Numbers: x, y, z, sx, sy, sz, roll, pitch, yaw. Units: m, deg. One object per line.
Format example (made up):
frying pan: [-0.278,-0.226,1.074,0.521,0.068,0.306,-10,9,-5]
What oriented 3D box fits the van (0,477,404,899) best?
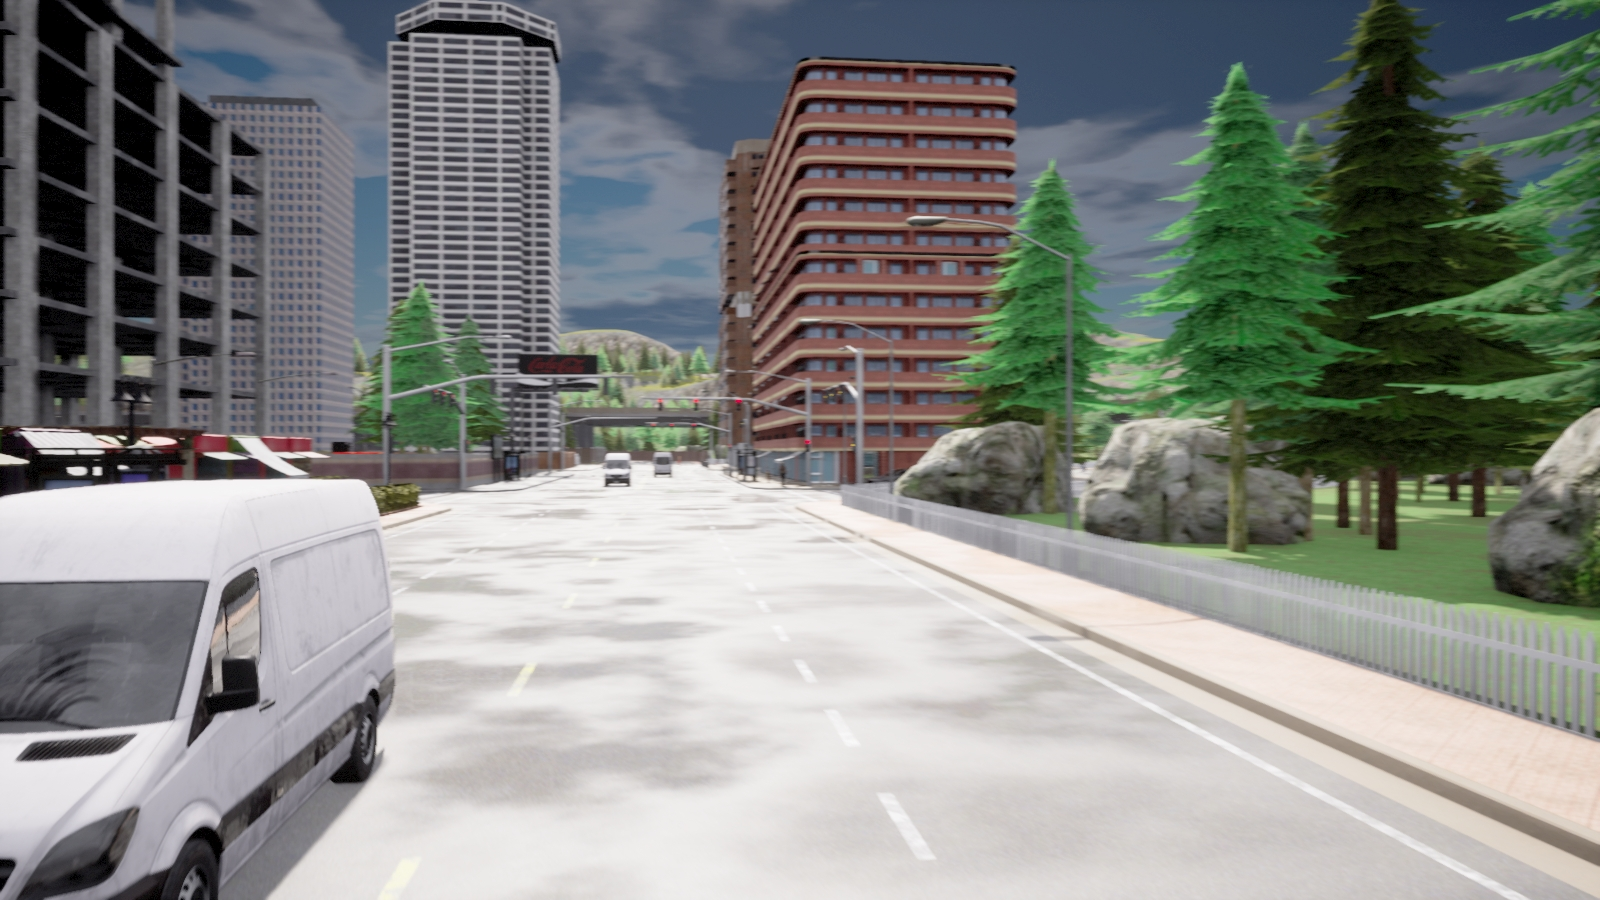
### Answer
van: [-4.436,1.539,7.916,1.988,2.561,5.915,0,0,-7]
